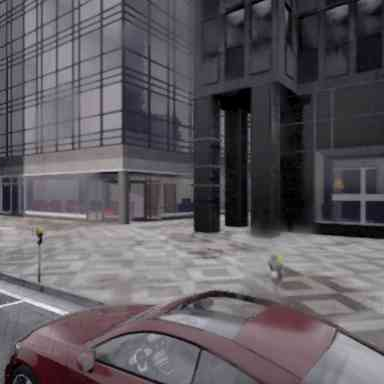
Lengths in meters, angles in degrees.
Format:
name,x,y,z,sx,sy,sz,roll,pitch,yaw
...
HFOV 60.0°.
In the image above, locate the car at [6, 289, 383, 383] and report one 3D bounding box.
name,x,y,z,sx,sy,sz,roll,pitch,yaw
car,0.055,1.583,2.923,4.206,1.307,1.802,0,0,35
